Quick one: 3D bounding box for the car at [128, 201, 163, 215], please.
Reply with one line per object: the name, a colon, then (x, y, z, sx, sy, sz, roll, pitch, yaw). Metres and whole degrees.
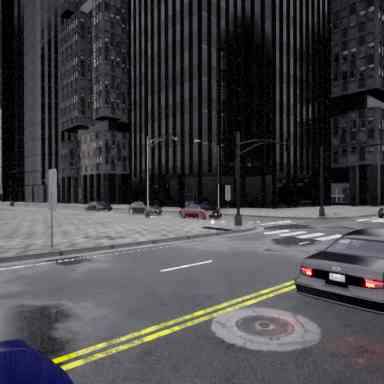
car: (-5.150, 1.777, 36.485, 1.837, 1.490, 4.892, 0, 0, -42)

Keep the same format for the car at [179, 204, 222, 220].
car: (0.697, 1.747, 29.944, 1.994, 1.385, 4.181, 0, 0, -43)

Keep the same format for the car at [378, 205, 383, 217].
car: (17.436, 1.510, 28.178, 4.892, 1.490, 1.837, 0, 0, -42)

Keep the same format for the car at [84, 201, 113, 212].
car: (-12.670, 1.937, 44.897, 2.033, 1.411, 5.357, 0, 0, -42)

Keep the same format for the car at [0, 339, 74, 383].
car: (-2.676, 1.601, 1.155, 4.718, 1.301, 1.895, 0, 0, -42)

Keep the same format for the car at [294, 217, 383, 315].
car: (4.412, 1.546, 7.508, 5.357, 1.411, 2.033, 0, 0, -42)
